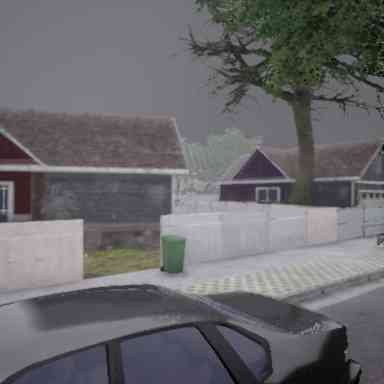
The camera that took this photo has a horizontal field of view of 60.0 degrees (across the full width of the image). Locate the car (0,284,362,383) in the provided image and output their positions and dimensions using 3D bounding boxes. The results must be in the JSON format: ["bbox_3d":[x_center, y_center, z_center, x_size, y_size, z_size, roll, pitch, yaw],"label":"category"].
[{"bbox_3d":[-0.935,1.548,2.398,5.357,1.411,2.033,0,0,-35],"label":"car"}]
